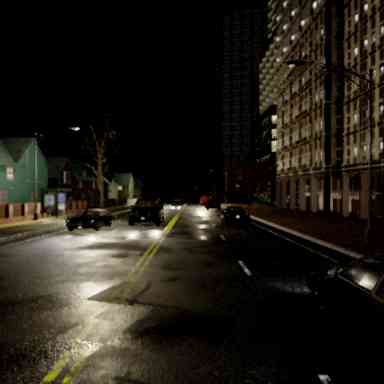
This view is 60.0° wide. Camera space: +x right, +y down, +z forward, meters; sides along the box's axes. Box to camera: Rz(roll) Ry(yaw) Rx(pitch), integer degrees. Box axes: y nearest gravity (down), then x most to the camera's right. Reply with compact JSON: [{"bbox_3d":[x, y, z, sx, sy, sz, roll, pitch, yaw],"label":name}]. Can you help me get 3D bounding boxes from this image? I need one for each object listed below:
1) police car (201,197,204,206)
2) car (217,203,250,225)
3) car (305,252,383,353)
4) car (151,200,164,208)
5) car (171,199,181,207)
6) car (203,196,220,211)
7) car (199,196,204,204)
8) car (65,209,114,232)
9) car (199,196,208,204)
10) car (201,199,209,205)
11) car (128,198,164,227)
[{"bbox_3d":[3.262,2.048,61.665,1.930,1.638,5.238,0,-1,0],"label":"police car"},{"bbox_3d":[3.355,1.814,26.370,1.994,1.385,4.181,0,-1,0],"label":"car"},{"bbox_3d":[3.349,1.591,4.729,2.033,1.411,5.357,0,-1,0],"label":"car"},{"bbox_3d":[-6.501,2.187,63.365,2.033,1.411,5.357,0,-1,0],"label":"car"},{"bbox_3d":[-3.238,2.197,67.749,2.128,1.511,4.902,0,0,0],"label":"car"},{"bbox_3d":[3.260,1.855,50.522,2.097,1.767,4.553,0,-1,0],"label":"car"},{"bbox_3d":[3.264,1.967,72.591,2.150,2.045,5.566,0,-1,0],"label":"car"},{"bbox_3d":[-6.595,1.804,21.800,1.895,1.301,4.718,0,-1,0],"label":"car"},{"bbox_3d":[3.269,2.227,94.597,2.150,2.045,5.566,0,-1,0],"label":"car"},{"bbox_3d":[3.267,2.475,83.590,1.895,1.301,4.718,0,-1,0],"label":"car"},{"bbox_3d":[-3.344,1.461,25.393,2.150,2.045,5.566,0,-1,0],"label":"car"}]
